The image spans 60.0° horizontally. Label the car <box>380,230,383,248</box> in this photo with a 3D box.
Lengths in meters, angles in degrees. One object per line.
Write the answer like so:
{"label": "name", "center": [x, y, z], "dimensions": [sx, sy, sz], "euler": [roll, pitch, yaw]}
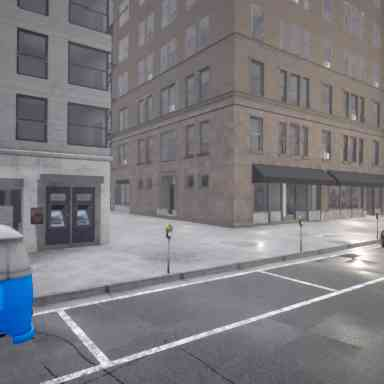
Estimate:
{"label": "car", "center": [9.373, 1.581, 13.457], "dimensions": [4.313, 1.339, 1.947], "euler": [0, 1, -36]}

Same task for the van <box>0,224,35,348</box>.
{"label": "van", "center": [-4.006, 1.341, 3.892], "dimensions": [3.998, 1.788, 1.690], "euler": [0, 1, -36]}
